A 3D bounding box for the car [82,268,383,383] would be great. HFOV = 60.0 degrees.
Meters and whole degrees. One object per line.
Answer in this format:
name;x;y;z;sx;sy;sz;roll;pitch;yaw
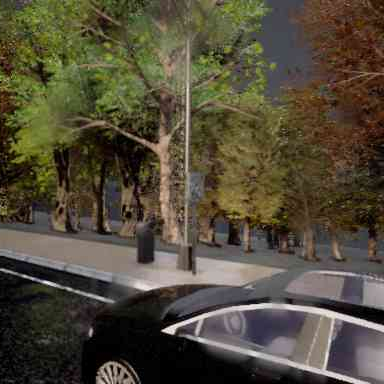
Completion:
car;1.040;1.487;2.944;4.902;1.511;2.128;0;0;35
